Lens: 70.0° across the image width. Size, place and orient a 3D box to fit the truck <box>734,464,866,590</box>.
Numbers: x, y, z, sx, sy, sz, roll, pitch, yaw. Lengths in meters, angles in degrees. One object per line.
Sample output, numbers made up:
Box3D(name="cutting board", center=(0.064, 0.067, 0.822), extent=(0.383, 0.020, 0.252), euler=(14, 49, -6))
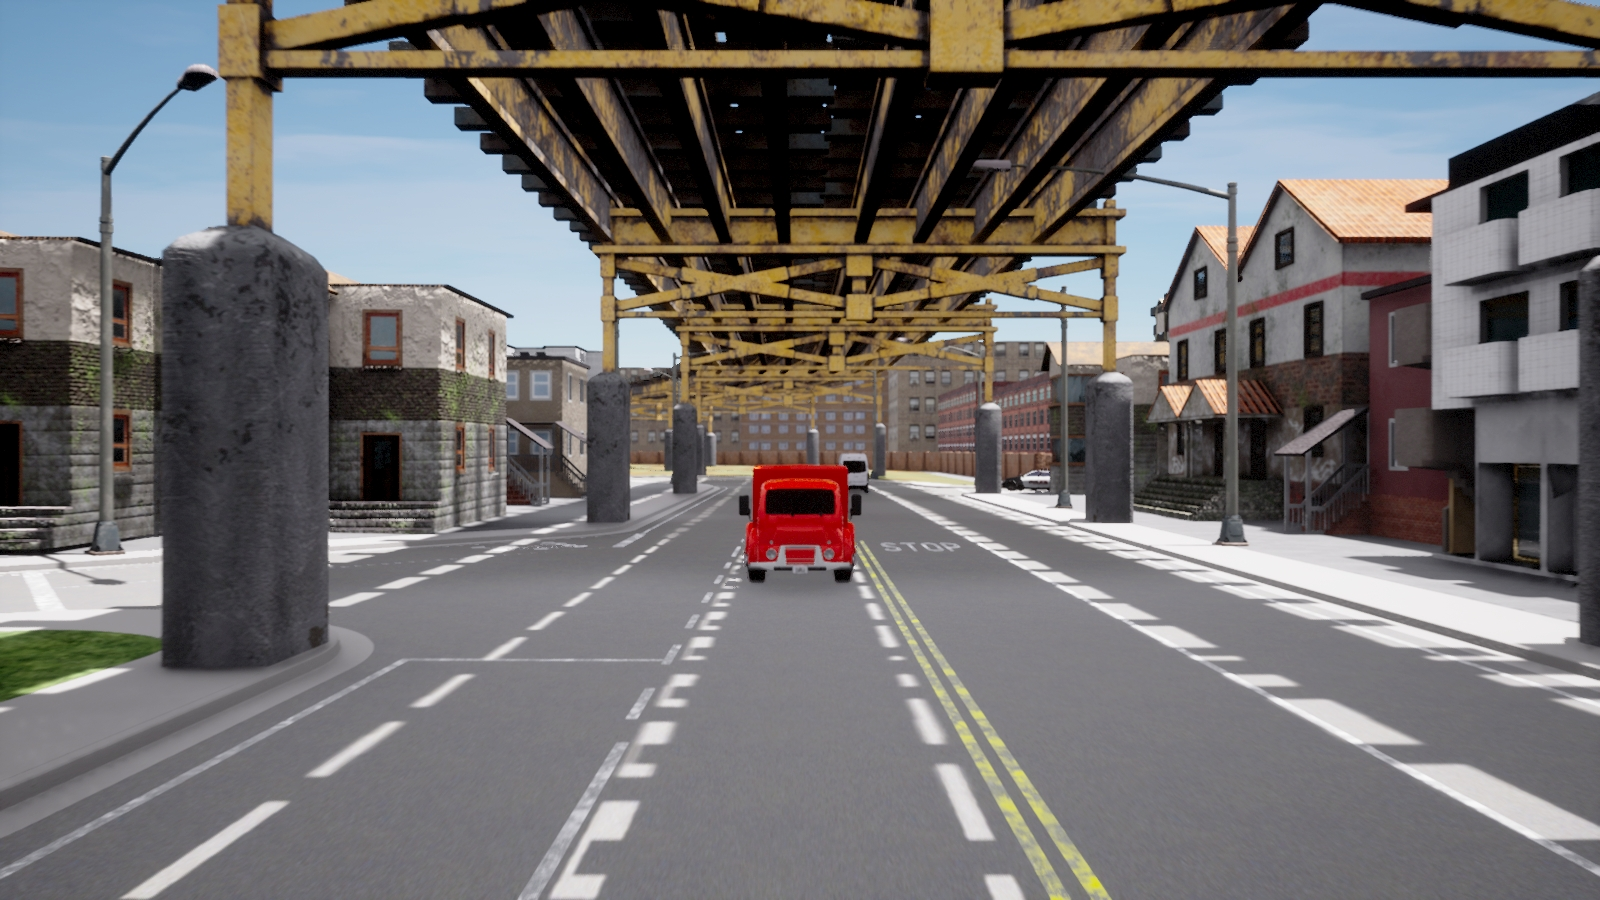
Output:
Box3D(name="truck", center=(0.002, 1.566, 25.450), extent=(2.627, 2.467, 5.204), euler=(0, 0, 0))

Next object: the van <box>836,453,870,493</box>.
Box3D(name="van", center=(3.513, 1.526, 77.172), extent=(1.988, 2.561, 5.915), euler=(0, 0, 0))
